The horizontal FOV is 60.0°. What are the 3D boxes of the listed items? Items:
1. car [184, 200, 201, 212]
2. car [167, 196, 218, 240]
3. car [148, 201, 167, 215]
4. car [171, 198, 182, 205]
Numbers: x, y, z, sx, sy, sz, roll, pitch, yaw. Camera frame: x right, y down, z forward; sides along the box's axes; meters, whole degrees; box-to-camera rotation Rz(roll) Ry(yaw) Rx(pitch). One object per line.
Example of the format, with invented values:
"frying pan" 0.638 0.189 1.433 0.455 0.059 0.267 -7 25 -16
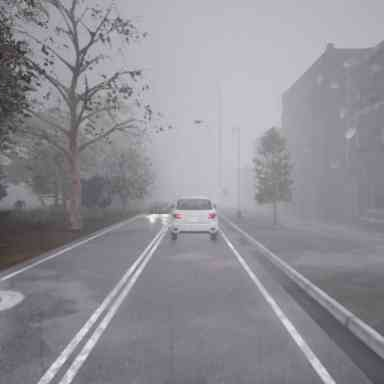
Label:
"car" 0.052 1.707 41.605 1.895 1.301 4.718 0 -1 0
"car" 0.098 1.221 17.082 2.150 2.045 5.566 0 0 0
"car" -3.374 1.616 34.937 1.994 1.385 4.181 0 0 0
"car" -3.460 2.126 75.440 2.128 1.511 4.902 0 -1 0
